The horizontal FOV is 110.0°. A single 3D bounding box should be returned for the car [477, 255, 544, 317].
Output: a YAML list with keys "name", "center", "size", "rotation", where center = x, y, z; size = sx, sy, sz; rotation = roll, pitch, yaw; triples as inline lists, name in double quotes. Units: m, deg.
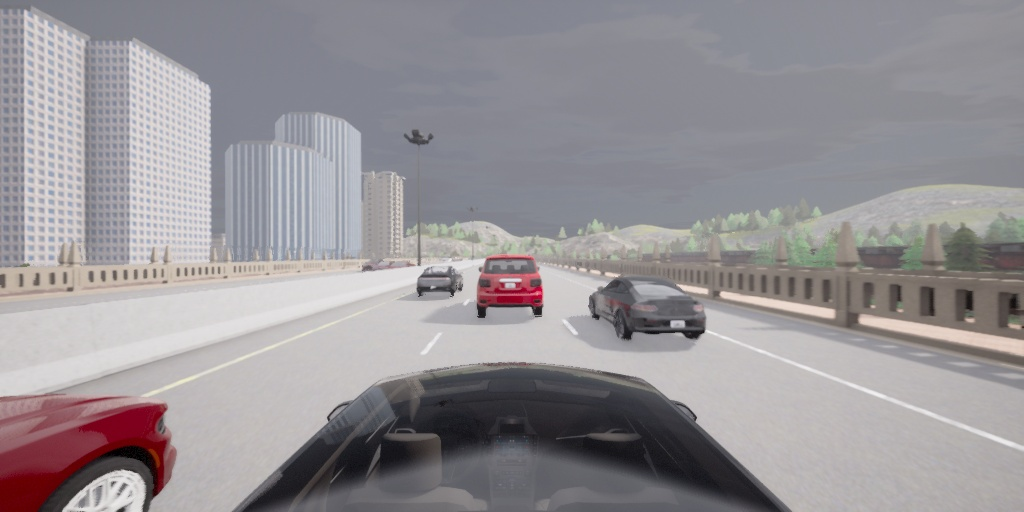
- name: "car"
  center: [-0.094, 0.977, 13.394]
  size: [2.150, 2.045, 5.566]
  rotation: [0, 0, -1]

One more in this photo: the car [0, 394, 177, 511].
- name: "car"
  center: [-3.512, 1.240, 0.636]
  size: [1.882, 1.535, 5.008]
  rotation: [0, 0, 1]

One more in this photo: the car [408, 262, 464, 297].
- name: "car"
  center: [-3.695, 1.263, 19.014]
  size: [2.128, 1.511, 4.902]
  rotation: [0, 0, -1]

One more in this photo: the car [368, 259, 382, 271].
- name: "car"
  center: [-14.802, 1.348, 42.076]
  size: [1.812, 1.442, 4.674]
  rotation: [0, 0, -1]

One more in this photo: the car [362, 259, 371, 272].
- name: "car"
  center: [-18.401, 1.189, 48.228]
  size: [2.097, 1.767, 4.553]
  rotation: [0, 0, -1]

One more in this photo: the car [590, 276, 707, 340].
- name: "car"
  center: [3.450, 1.267, 9.819]
  size: [1.812, 1.442, 4.674]
  rotation: [0, 0, -1]

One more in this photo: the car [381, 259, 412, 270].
- name: "car"
  center: [-11.202, 1.284, 36.288]
  size: [1.882, 1.535, 5.008]
  rotation: [0, 0, -1]
